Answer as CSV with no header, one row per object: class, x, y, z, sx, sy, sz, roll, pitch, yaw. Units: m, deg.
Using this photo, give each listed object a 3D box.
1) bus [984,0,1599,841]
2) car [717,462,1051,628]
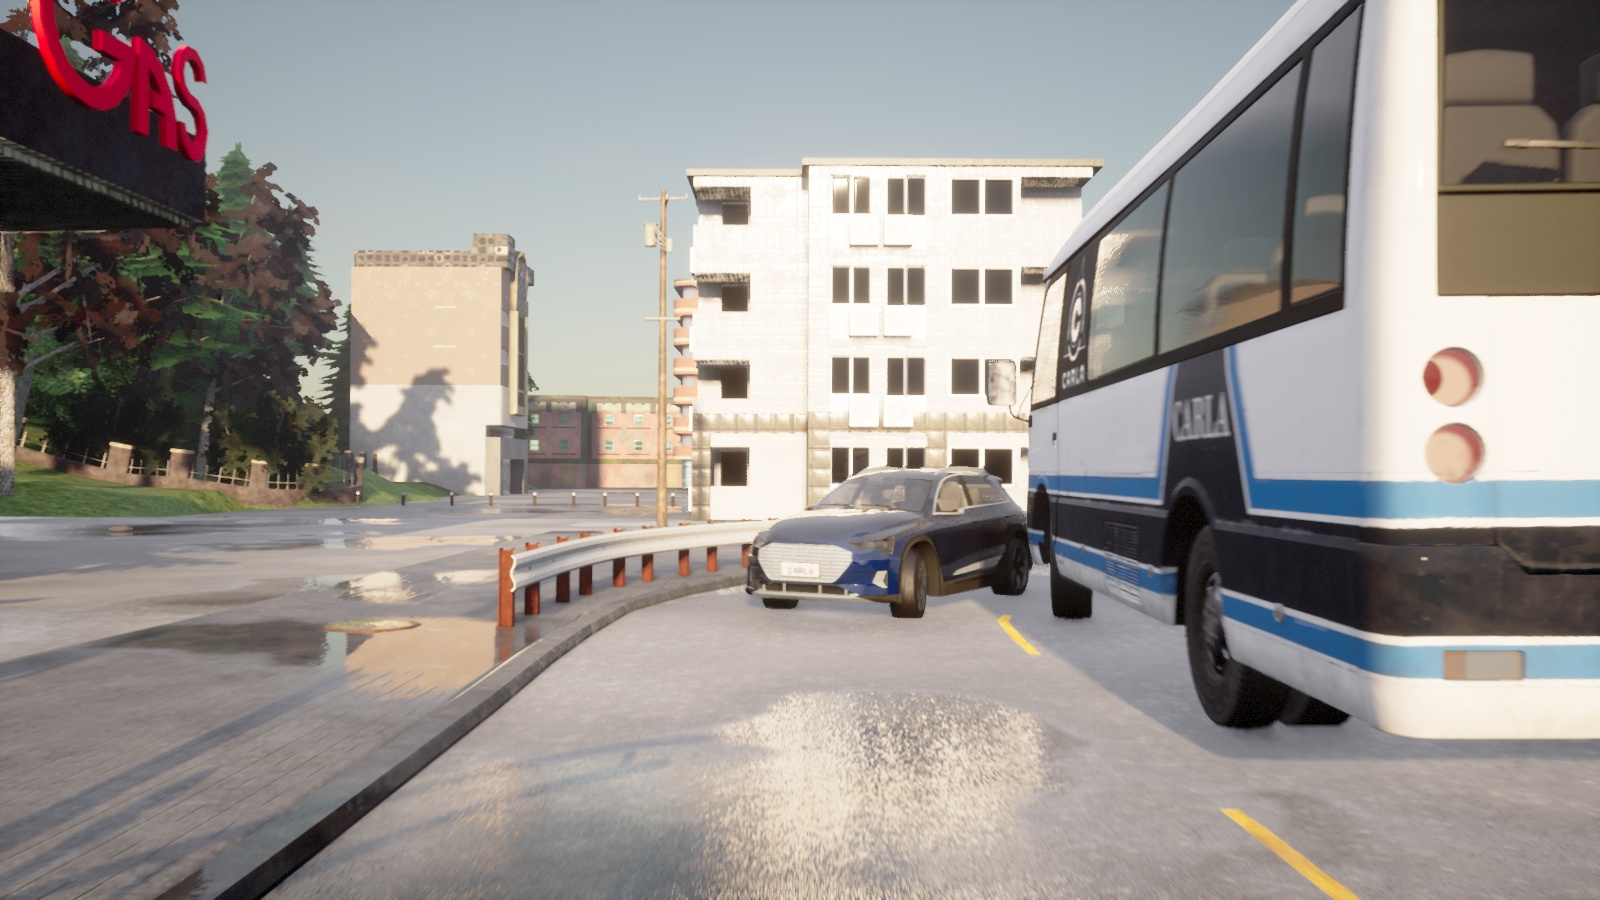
bus,4.104,-0.402,10.453,3.944,4.253,10.273,-1,-1,2
car,1.219,0.995,15.106,2.033,1.649,4.856,-1,-1,30
